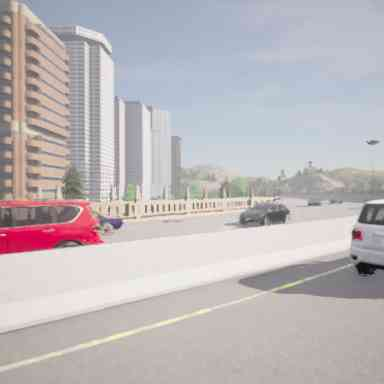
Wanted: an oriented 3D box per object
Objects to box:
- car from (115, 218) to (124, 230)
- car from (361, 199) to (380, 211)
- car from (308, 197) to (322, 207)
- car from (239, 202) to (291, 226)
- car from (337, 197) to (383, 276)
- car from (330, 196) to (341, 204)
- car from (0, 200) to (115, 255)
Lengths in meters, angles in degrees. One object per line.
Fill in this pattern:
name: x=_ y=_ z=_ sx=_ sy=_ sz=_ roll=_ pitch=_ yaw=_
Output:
car: x=-6.065 y=1.649 z=17.193 sx=4.718 sy=1.301 sz=1.895 roll=0 pitch=0 yaw=-40
car: x=21.780 y=1.520 z=40.569 sx=1.895 sy=1.301 sz=4.718 roll=0 pitch=0 yaw=28
car: x=18.413 y=1.492 z=49.584 sx=2.033 sy=1.411 sz=5.357 roll=0 pitch=0 yaw=24
car: x=5.155 y=1.498 z=23.060 sx=1.837 sy=1.490 sz=4.892 roll=0 pitch=0 yaw=42
car: x=6.429 y=1.197 z=9.263 sx=5.566 sy=2.045 sz=2.150 roll=0 pitch=0 yaw=-42
car: x=25.473 y=1.410 z=58.624 sx=2.128 sy=1.511 sz=4.902 roll=0 pitch=0 yaw=18
car: x=-5.227 y=1.258 z=8.976 sx=5.566 sy=2.045 sz=2.150 roll=0 pitch=0 yaw=-37
